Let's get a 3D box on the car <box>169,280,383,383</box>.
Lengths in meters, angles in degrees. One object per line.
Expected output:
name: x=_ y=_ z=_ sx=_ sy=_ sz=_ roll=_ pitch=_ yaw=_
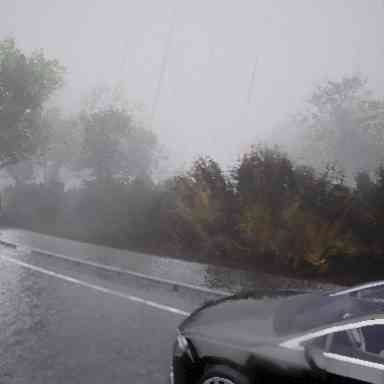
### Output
car: x=2.013 y=1.498 z=2.703 sx=4.902 sy=1.511 sz=2.128 roll=0 pitch=0 yaw=36
